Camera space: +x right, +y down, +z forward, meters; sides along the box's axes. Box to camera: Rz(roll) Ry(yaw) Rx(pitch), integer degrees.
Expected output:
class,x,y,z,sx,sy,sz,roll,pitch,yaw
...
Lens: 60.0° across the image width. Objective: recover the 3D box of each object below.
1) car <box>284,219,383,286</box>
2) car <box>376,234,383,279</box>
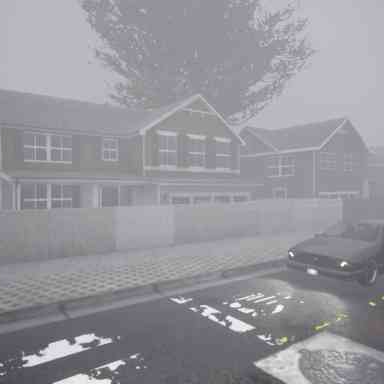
class,x,y,z,sx,sy,sz,roll,pitch,yaw
car,4.995,1.490,9.450,5.357,1.411,2.033,0,1,-36
car,6.100,1.512,6.725,5.357,1.411,2.033,0,1,-36
